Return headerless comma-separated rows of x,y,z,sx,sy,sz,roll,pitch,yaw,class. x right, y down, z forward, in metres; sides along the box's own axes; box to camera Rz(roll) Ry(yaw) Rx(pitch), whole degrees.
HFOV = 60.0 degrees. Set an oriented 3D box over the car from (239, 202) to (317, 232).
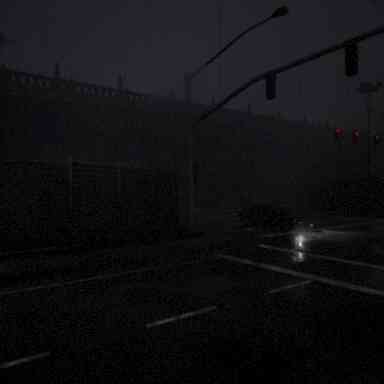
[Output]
4.840,1.414,19.328,1.837,1.490,4.892,-1,2,-36,car
